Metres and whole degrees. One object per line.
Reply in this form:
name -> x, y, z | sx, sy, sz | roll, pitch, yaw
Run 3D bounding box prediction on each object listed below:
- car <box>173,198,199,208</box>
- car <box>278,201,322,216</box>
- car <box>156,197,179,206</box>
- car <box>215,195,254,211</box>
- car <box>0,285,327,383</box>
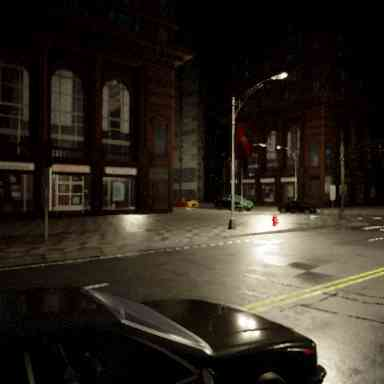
car -> -0.973, 1.664, 50.180 | 1.882, 1.535, 5.008 | 1, -1, -35
car -> 10.813, 1.618, 33.622 | 1.812, 1.442, 4.674 | 1, -1, -35
car -> -4.450, 1.741, 60.562 | 1.882, 1.535, 5.008 | 1, -1, -35
car -> 5.154, 1.358, 41.573 | 2.150, 2.045, 5.566 | 1, 0, -36
car -> -1.242, 1.547, 2.565 | 5.357, 1.411, 2.033 | 0, 0, -36
